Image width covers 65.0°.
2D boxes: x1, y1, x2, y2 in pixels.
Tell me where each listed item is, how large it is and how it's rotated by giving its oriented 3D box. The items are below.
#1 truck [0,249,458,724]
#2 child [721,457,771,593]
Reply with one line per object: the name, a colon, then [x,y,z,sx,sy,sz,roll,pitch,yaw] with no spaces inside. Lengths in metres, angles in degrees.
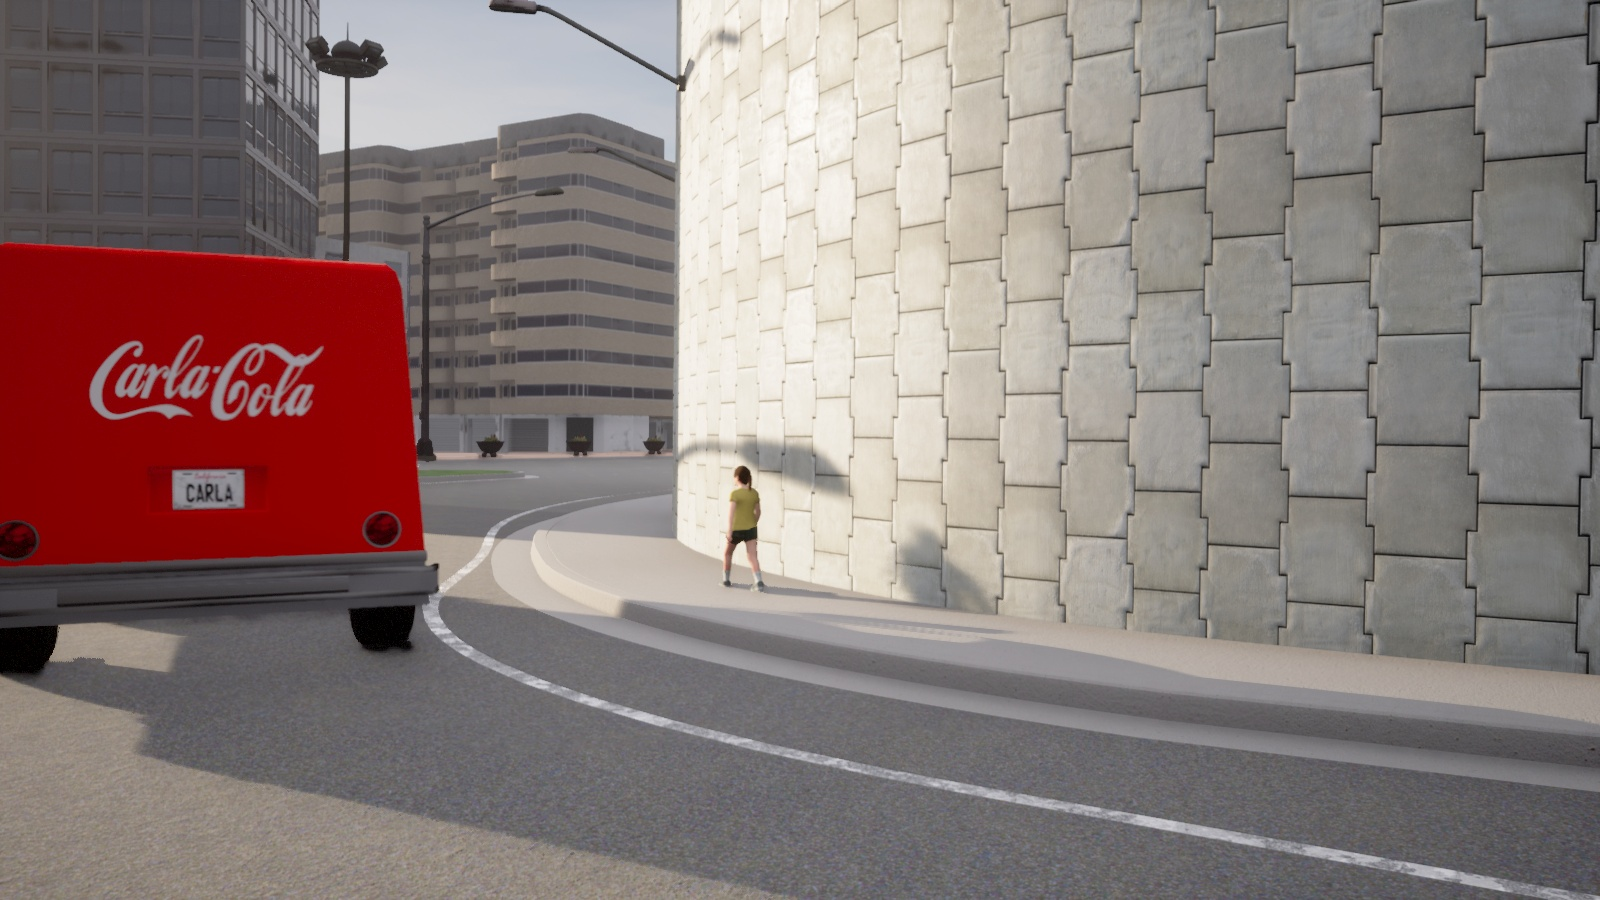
truck: [-4.347,0.148,9.299,2.627,2.467,5.204,-1,1,-25]
child: [-0.458,0.620,10.571,0.255,1.110,0.394,-1,1,-30]
